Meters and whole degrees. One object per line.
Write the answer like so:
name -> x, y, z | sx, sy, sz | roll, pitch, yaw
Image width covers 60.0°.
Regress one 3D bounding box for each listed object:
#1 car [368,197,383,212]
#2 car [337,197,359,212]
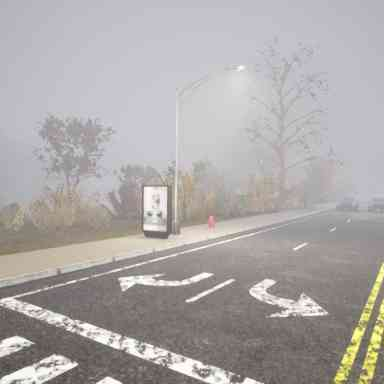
car -> 21.463, 1.393, 38.137 | 2.097, 1.767, 4.553 | 0, 0, 30
car -> 18.659, 1.390, 39.780 | 2.097, 1.767, 4.553 | 0, 0, 30
